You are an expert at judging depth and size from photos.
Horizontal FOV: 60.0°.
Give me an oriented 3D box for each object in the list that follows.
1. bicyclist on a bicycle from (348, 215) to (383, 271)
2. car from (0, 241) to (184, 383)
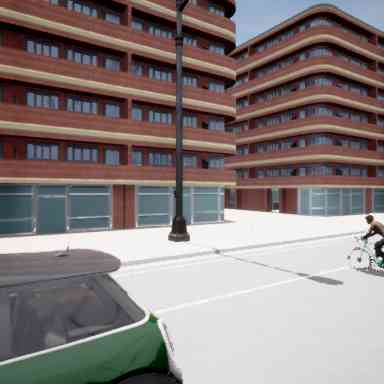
[{"bbox_3d":[5.037,1.455,9.087,0.582,1.620,1.656,0,-2,-35],"label":"bicyclist on a bicycle"},{"bbox_3d":[-2.339,1.352,2.339,4.553,1.767,2.097,0,0,-35],"label":"car"}]
